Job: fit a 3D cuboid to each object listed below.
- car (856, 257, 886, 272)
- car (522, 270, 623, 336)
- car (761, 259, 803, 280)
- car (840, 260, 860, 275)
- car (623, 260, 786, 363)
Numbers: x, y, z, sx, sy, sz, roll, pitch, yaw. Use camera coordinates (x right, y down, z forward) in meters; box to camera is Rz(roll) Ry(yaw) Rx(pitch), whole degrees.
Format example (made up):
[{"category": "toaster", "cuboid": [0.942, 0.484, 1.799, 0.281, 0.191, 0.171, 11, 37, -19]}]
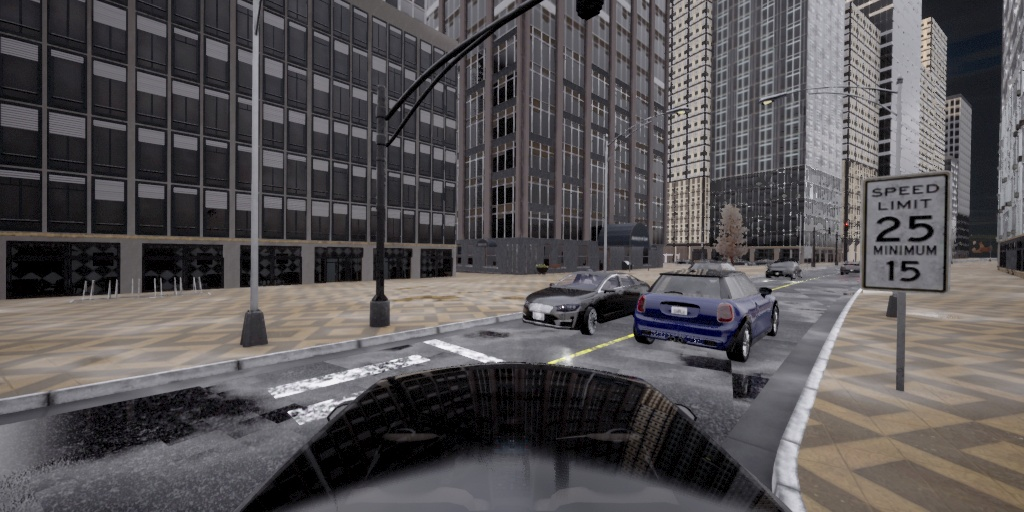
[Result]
[{"category": "car", "cuboid": [44.277, 1.010, 44.183, 4.553, 1.767, 2.097, 0, 1, -39]}, {"category": "car", "cuboid": [2.353, 1.189, 10.431, 2.128, 1.511, 4.902, 1, 1, 44]}, {"category": "car", "cuboid": [22.664, 1.166, 29.823, 4.892, 1.490, 1.837, 1, 0, -42]}, {"category": "car", "cuboid": [34.486, 1.172, 36.012, 4.902, 1.511, 2.128, 0, 1, -41]}, {"category": "car", "cuboid": [4.773, 1.089, 8.537, 2.097, 1.767, 4.553, 1, 1, 45]}]
